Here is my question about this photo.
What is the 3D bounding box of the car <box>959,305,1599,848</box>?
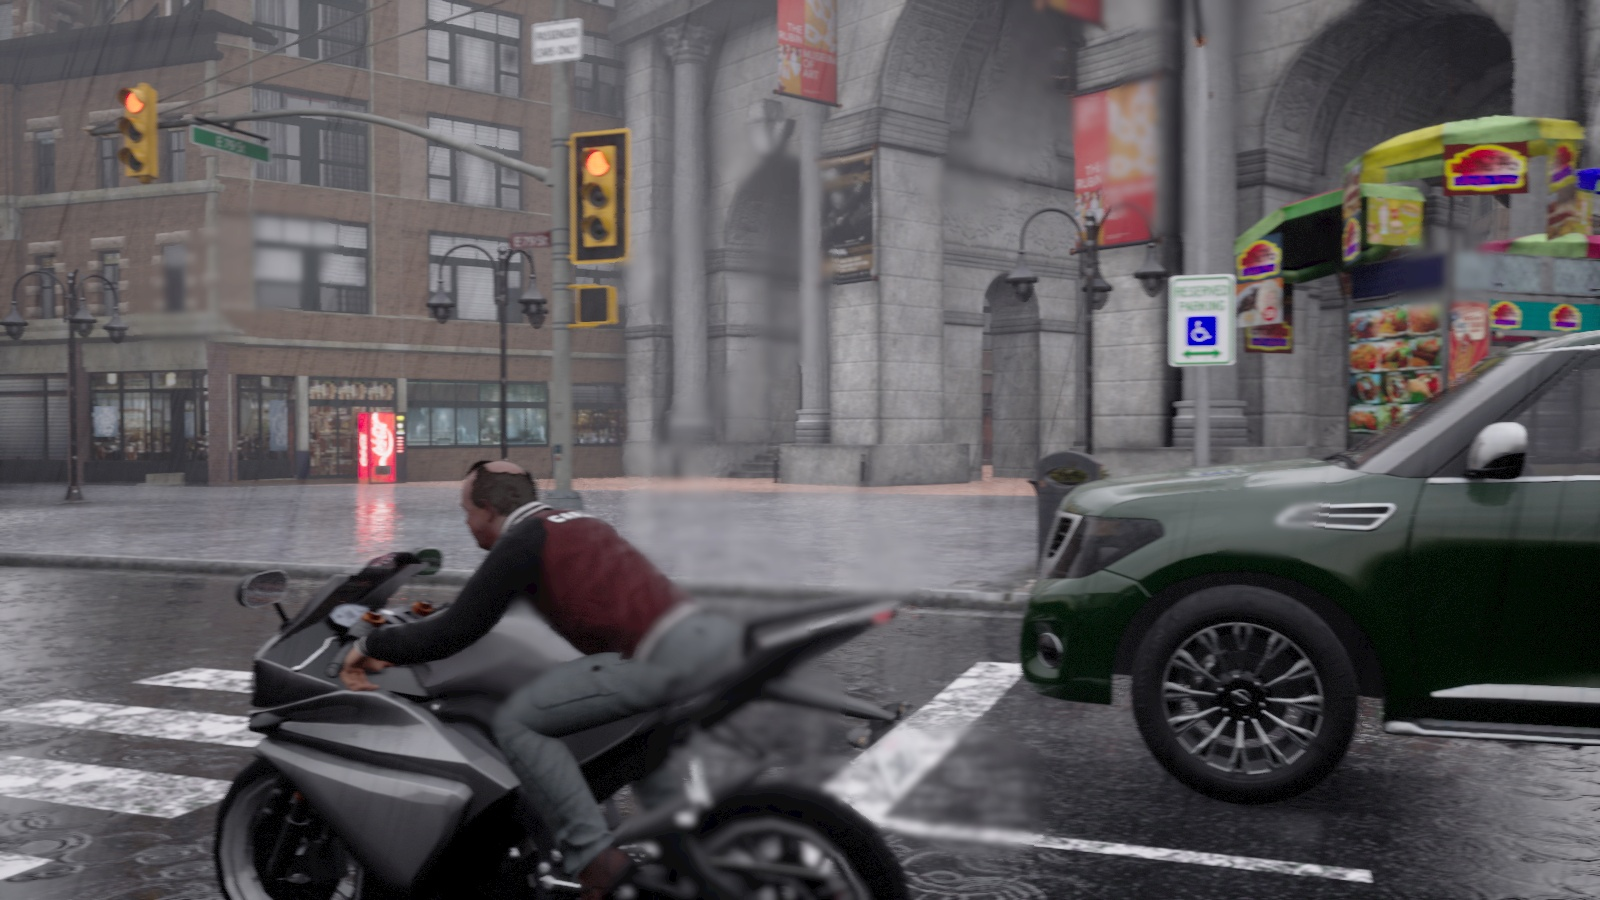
[{"bbox_3d":[3.693,0.467,5.618,5.566,2.045,2.150,1,1,20],"label":"car"}]

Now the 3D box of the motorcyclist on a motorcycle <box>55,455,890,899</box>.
[{"bbox_3d":[-0.922,0.800,3.579,2.191,1.530,0.866,1,1,20],"label":"motorcyclist on a motorcycle"}]
